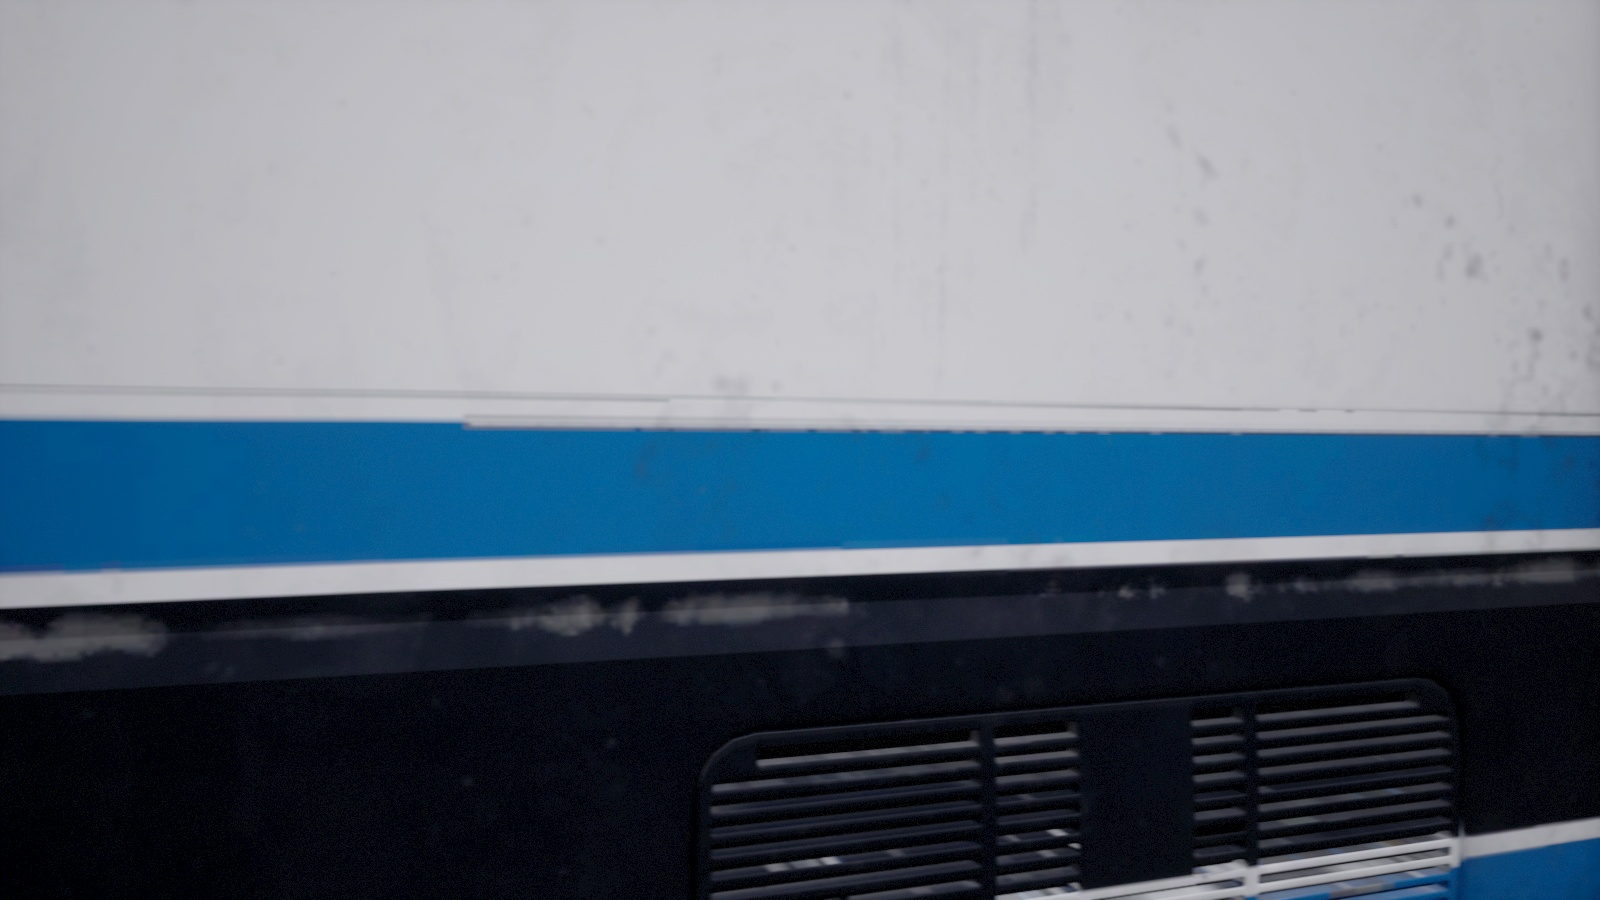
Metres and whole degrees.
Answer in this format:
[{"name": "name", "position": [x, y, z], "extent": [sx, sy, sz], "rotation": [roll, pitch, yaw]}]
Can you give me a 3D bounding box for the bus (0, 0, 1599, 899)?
[{"name": "bus", "position": [-0.843, -0.618, 2.903], "extent": [10.273, 4.253, 3.944], "rotation": [-1, 1, -21]}]
